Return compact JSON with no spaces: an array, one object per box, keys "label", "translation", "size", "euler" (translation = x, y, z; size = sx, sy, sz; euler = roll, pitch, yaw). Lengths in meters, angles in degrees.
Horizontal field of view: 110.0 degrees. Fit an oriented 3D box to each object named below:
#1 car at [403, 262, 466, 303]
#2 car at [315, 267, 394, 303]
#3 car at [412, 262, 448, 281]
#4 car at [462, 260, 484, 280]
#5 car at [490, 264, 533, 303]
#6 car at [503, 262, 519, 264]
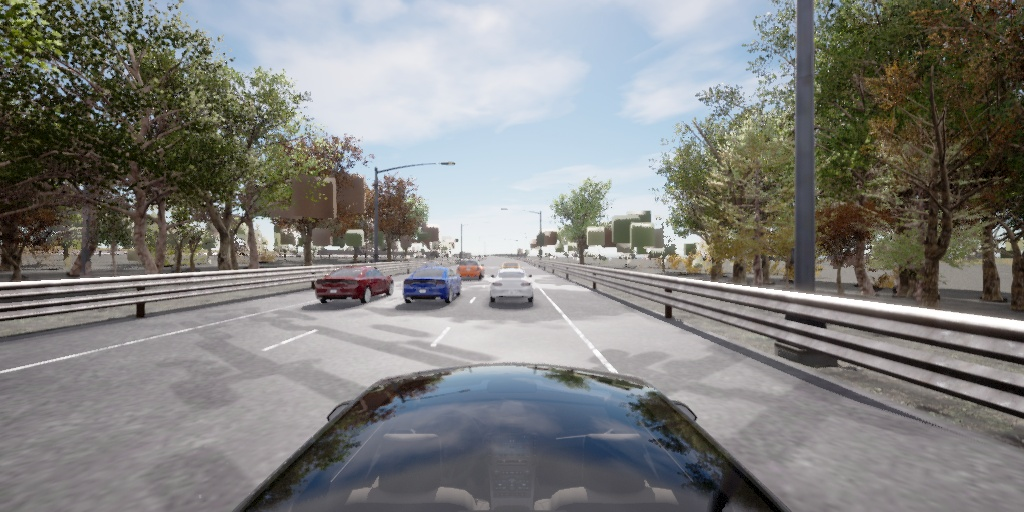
[{"label":"car","translation":[-3.522,1.234,16.569],"size":[1.882,1.535,5.008],"euler":[0,0,0]},{"label":"car","translation":[-7.022,1.234,16.559],"size":[1.882,1.535,5.008],"euler":[0,0,0]},{"label":"car","translation":[-7.090,1.311,31.564],"size":[2.033,1.411,5.357],"euler":[0,0,0]},{"label":"car","translation":[-3.590,1.114,31.555],"size":[2.097,1.767,4.553],"euler":[0,0,0]},{"label":"car","translation":[-0.023,1.282,16.580],"size":[1.812,1.442,4.674],"euler":[0,0,0]},{"label":"car","translation":[-0.090,1.233,31.606],"size":[1.882,1.535,5.008],"euler":[0,0,0]}]
